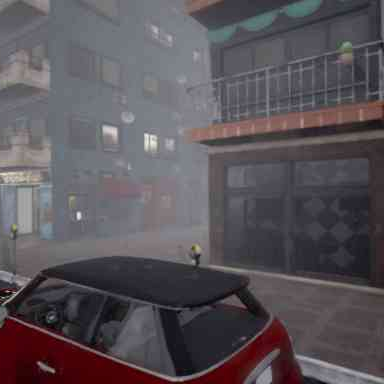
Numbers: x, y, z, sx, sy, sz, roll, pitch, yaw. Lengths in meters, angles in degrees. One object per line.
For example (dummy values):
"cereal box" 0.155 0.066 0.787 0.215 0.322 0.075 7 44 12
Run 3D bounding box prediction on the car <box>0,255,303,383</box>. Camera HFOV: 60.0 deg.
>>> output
"car" -1.040 1.441 3.627 4.097 1.590 1.967 0 -1 35
